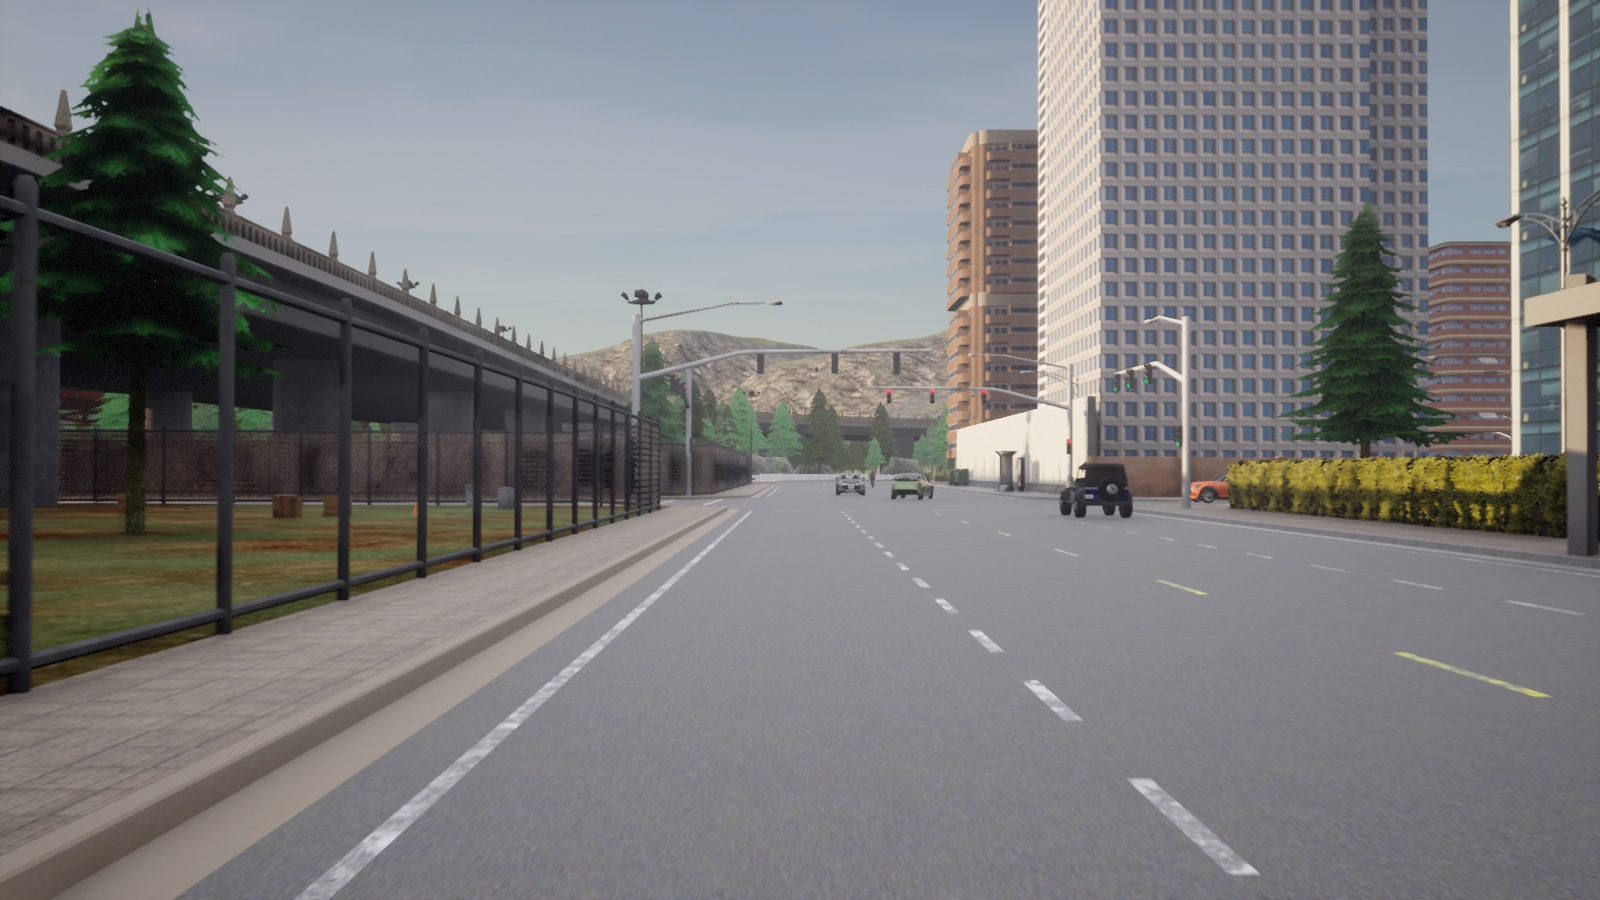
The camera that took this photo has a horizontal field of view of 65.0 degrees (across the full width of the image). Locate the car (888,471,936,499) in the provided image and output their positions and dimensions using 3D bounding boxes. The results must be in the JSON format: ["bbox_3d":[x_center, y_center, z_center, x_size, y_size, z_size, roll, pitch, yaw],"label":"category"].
[{"bbox_3d":[6.435,1.952,71.785,2.007,1.525,4.514,0,-1,15],"label":"car"}]

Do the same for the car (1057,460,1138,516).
[{"bbox_3d":[10.390,1.307,44.085,1.905,1.878,3.866,0,-1,0],"label":"car"}]

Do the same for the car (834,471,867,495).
[{"bbox_3d":[3.298,2.148,82.504,1.970,1.475,3.806,0,-1,0],"label":"car"}]

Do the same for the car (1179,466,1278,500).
[{"bbox_3d":[22.883,1.761,67.146,4.553,1.767,2.097,0,-1,0],"label":"car"}]
